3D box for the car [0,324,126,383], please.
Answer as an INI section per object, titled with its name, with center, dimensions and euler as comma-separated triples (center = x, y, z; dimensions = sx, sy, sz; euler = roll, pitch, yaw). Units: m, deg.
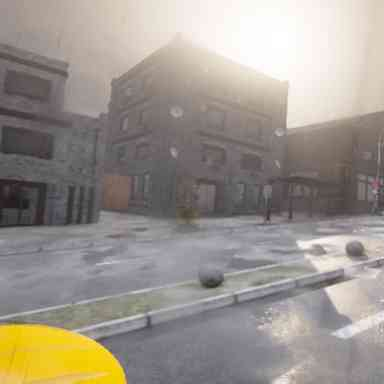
[car]
center = -2.723, 1.477, 1.503
dimensions = 5.008, 1.535, 1.882
euler = 0, 0, -36
